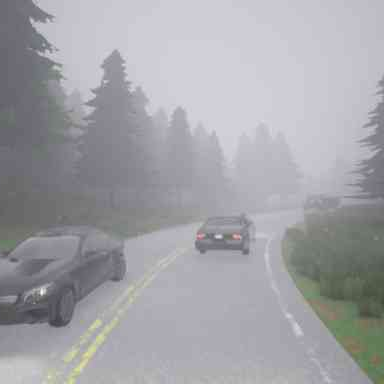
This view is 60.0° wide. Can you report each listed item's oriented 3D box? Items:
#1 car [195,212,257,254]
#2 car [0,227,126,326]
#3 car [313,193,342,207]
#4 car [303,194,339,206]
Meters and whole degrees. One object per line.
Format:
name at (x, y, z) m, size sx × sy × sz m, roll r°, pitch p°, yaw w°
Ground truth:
car at (1.519, 1.501, 13.384) m, size 2.033 × 1.411 × 5.357 m, roll -1°, pitch 0°, yaw 15°
car at (-2.834, 1.540, 7.259) m, size 1.812 × 1.442 × 4.674 m, roll -1°, pitch 0°, yaw 6°
car at (17.330, 1.018, 42.412) m, size 1.882 × 1.535 × 5.008 m, roll -4°, pitch -1°, yaw 40°
car at (12.805, 0.940, 32.855) m, size 2.097 × 1.767 × 4.553 m, roll -5°, pitch -2°, yaw 44°
